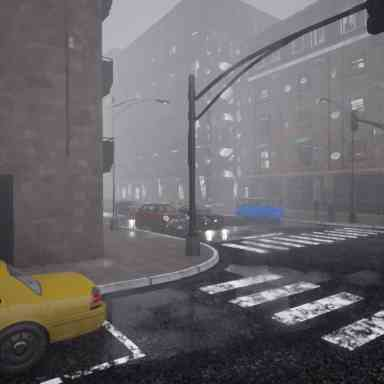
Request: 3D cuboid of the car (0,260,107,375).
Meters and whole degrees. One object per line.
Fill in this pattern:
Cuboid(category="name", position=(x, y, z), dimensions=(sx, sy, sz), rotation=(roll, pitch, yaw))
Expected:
Cuboid(category="car", position=(-3.547, 1.525, 4.038), dimensions=(4.829, 1.417, 1.752), rotation=(0, 0, -35))

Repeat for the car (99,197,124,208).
Cuboid(category="car", position=(-11.610, 1.463, 47.865), dimensions=(1.887, 1.381, 4.507), rotation=(-1, 0, -36))

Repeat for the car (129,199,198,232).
Cuboid(category="car", position=(-1.816, 1.441, 20.035), dimensions=(1.967, 1.590, 4.097), rotation=(0, 0, -36))

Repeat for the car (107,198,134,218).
Cuboid(category="car", position=(-5.587, 1.494, 29.663), dimensions=(1.812, 1.442, 4.674), rotation=(-1, 0, -36))

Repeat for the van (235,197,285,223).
Cuboid(category="van", position=(4.984, 1.280, 24.932), dimensions=(1.690, 1.788, 3.998), rotation=(0, 0, -36))

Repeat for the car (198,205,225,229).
Cuboid(category="car", position=(0.249, 1.545, 21.597), dimensions=(1.994, 1.385, 4.181), rotation=(-1, 0, -36))

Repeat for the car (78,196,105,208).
Cuboid(category="car", position=(-14.255, 1.430, 47.010), dimensions=(2.128, 1.511, 4.902), rotation=(-1, 0, -36))

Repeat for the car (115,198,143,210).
Cuboid(category="car", position=(-8.292, 1.463, 43.278), dimensions=(1.887, 1.381, 4.507), rotation=(-1, 0, -36))

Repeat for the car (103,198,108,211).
Cuboid(category="car", position=(-11.527, 1.453, 37.887), dimensions=(2.128, 1.511, 4.902), rotation=(-1, 0, -36))
